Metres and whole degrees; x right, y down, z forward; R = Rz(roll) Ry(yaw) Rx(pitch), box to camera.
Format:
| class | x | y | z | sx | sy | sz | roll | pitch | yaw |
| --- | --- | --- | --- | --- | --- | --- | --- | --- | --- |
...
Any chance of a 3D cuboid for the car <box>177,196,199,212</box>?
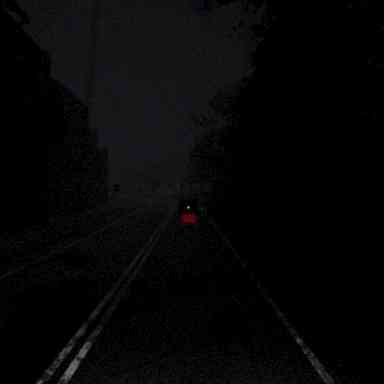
| class | x | y | z | sx | sy | sz | roll | pitch | yaw |
| --- | --- | --- | --- | --- | --- | --- | --- | --- | --- |
| car | -0.390 | 1.163 | 33.666 | 1.837 | 1.490 | 4.892 | 0 | 1 | -1 |
